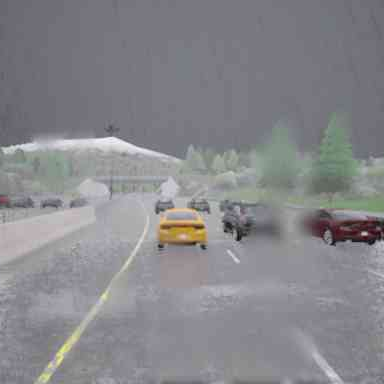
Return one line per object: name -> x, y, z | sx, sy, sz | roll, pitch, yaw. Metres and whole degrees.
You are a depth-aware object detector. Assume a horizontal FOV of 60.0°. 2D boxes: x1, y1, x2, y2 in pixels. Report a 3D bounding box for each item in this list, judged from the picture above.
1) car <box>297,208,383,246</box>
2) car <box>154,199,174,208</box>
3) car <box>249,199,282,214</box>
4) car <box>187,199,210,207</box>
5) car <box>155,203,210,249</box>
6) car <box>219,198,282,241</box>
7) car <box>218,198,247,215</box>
car -> 6.466, 1.454, 15.253 | 1.882, 1.535, 5.008 | 0, 0, -4
car -> -2.915, 1.439, 34.684 | 2.128, 1.511, 4.902 | 0, 0, -9
car -> 7.660, 1.510, 34.969 | 1.994, 1.385, 4.181 | 0, 0, -9
car -> 0.605, 1.438, 34.838 | 2.128, 1.511, 4.902 | 0, 0, -9
car -> -0.490, 1.455, 14.444 | 1.882, 1.535, 5.008 | 0, 0, -4
car -> 2.833, 1.327, 16.605 | 2.097, 1.767, 4.553 | 0, 0, -4
car -> 4.135, 1.451, 34.909 | 1.837, 1.490, 4.892 | 0, 0, -9
